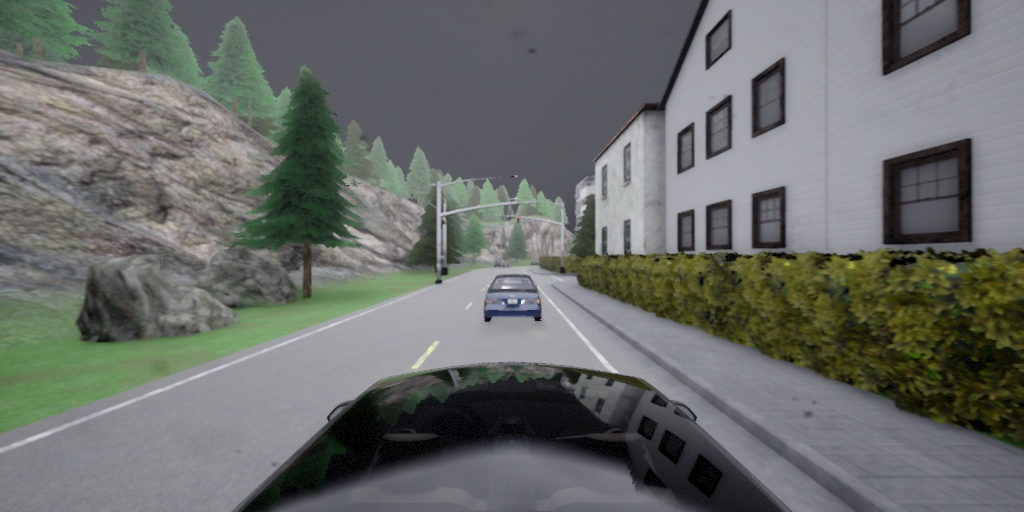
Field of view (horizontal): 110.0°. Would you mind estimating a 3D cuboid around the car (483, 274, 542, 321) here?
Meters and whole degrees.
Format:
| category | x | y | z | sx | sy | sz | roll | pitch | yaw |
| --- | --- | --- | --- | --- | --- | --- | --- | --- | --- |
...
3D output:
| category | x | y | z | sx | sy | sz | roll | pitch | yaw |
| --- | --- | --- | --- | --- | --- | --- | --- | --- | --- |
| car | 0.039 | 1.333 | 12.610 | 2.033 | 1.411 | 5.357 | 0 | 0 | 1 |
